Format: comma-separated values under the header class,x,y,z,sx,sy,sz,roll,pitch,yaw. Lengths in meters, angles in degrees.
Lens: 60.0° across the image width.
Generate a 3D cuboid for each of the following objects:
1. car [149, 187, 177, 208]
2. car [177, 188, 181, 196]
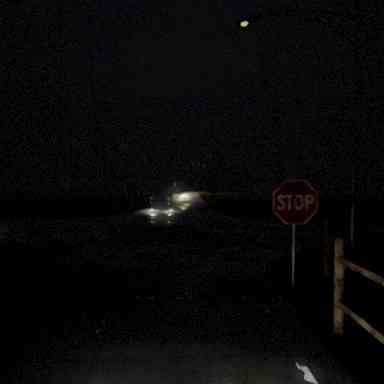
class,x,y,z,sx,sy,sz,roll,pitch,yaw
car,-2.914,0.586,32.490,2.097,1.767,4.553,0,1,0
car,-3.074,-0.099,64.497,1.837,1.490,4.892,0,1,0
